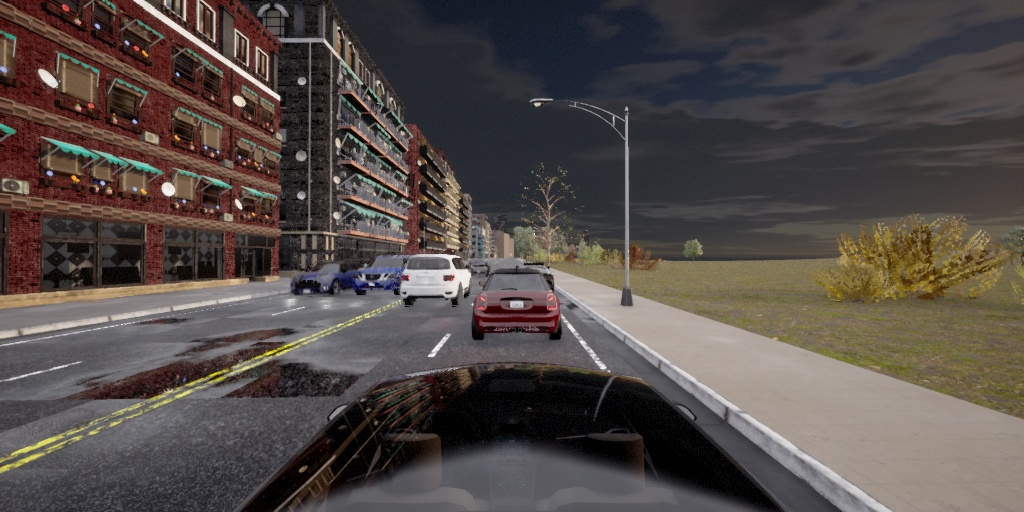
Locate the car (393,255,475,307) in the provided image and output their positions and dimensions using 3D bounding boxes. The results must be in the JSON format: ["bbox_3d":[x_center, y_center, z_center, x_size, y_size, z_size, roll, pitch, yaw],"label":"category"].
[{"bbox_3d":[-3.119,0.971,15.686,2.150,2.045,5.566,0,0,0],"label":"car"}]

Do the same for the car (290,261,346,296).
[{"bbox_3d":[-9.810,1.104,19.397,2.097,1.767,4.553,0,0,0],"label":"car"}]

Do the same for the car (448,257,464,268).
[{"bbox_3d":[-9.677,1.101,62.270,2.097,1.767,4.553,0,0,1],"label":"car"}]

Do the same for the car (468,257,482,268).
[{"bbox_3d":[-6.424,1.101,62.679,2.097,1.767,4.553,0,0,1],"label":"car"}]

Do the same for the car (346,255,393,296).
[{"bbox_3d":[-6.561,0.973,19.541,2.150,2.045,5.566,0,0,0],"label":"car"}]

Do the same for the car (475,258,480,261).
[{"bbox_3d":[-3.071,1.244,35.512,2.128,1.511,4.902,0,0,0],"label":"car"}]

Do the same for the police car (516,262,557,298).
[{"bbox_3d":[1.178,1.177,19.630,1.930,1.638,5.238,0,0,0],"label":"police car"}]

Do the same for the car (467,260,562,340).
[{"bbox_3d":[0.114,1.103,10.134,2.097,1.767,4.553,0,0,0],"label":"car"}]
